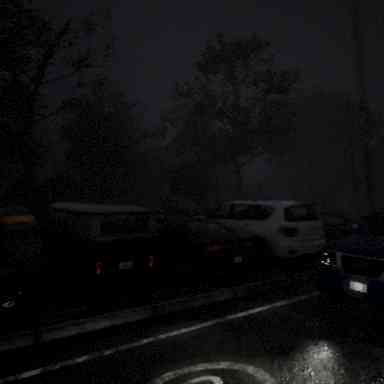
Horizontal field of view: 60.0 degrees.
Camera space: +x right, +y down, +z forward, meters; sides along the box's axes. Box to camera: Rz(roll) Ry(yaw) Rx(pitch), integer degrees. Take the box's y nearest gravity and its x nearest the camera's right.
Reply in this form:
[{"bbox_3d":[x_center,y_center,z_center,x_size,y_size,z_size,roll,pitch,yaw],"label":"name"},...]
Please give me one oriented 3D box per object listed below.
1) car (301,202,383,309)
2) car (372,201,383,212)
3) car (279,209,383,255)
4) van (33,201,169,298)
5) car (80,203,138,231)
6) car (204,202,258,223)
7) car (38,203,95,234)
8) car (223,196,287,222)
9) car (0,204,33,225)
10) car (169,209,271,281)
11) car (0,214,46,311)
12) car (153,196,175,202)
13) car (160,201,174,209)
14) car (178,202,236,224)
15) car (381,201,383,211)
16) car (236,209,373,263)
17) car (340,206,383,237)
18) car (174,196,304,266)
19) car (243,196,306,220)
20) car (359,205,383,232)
[{"bbox_3d":[5.106,1.301,7.316,5.566,2.045,2.150,1,0,-35],"label":"car"},{"bbox_3d":[28.308,2.063,46.724,2.231,1.521,4.892,1,-1,-35],"label":"car"},{"bbox_3d":[6.572,1.633,15.096,2.163,1.488,4.792,1,0,-36],"label":"car"},{"bbox_3d":[-2.636,1.266,8.702,1.878,1.987,4.442,1,0,-36],"label":"van"},{"bbox_3d":[-5.698,1.574,22.407,2.163,1.488,4.792,1,0,-36],"label":"car"},{"bbox_3d":[3.251,1.703,28.829,2.002,1.452,4.674,1,0,-36],"label":"car"},{"bbox_3d":[-7.978,1.517,20.809,2.097,1.535,5.008,1,0,-36],"label":"car"},{"bbox_3d":[5.636,1.448,30.498,2.435,2.045,5.566,1,-1,-35],"label":"car"},{"bbox_3d":[-10.142,1.487,19.044,1.946,1.575,5.366,1,0,-35],"label":"car"},{"bbox_3d":[-0.286,1.519,10.231,2.097,1.535,5.008,1,0,-36],"label":"car"},{"bbox_3d":[-4.849,1.466,6.974,2.231,1.521,4.892,1,0,-35],"label":"car"},{"bbox_3d":[-1.165,1.350,25.645,2.435,2.045,5.566,1,0,-36],"label":"car"},{"bbox_3d":[-3.465,1.602,24.073,2.163,1.488,4.792,1,0,-35],"label":"car"},{"bbox_3d":[1.088,1.633,27.281,2.097,1.535,5.008,1,0,-36],"label":"car"},{"bbox_3d":[30.678,2.095,48.182,1.946,1.575,5.366,1,-1,-36],"label":"car"},{"bbox_3d":[4.281,1.576,13.491,2.231,1.521,4.892,1,0,-35],"label":"car"},{"bbox_3d":[11.122,1.668,18.374,2.097,1.535,5.008,1,-1,-36],"label":"car"},{"bbox_3d":[1.979,1.296,11.888,2.435,2.045,5.566,1,0,-36],"label":"car"},{"bbox_3d":[7.802,1.482,32.045,2.435,2.045,5.566,1,-1,-36],"label":"car"},{"bbox_3d":[13.290,1.700,20.155,1.946,1.575,5.366,1,-1,-36],"label":"car"}]
